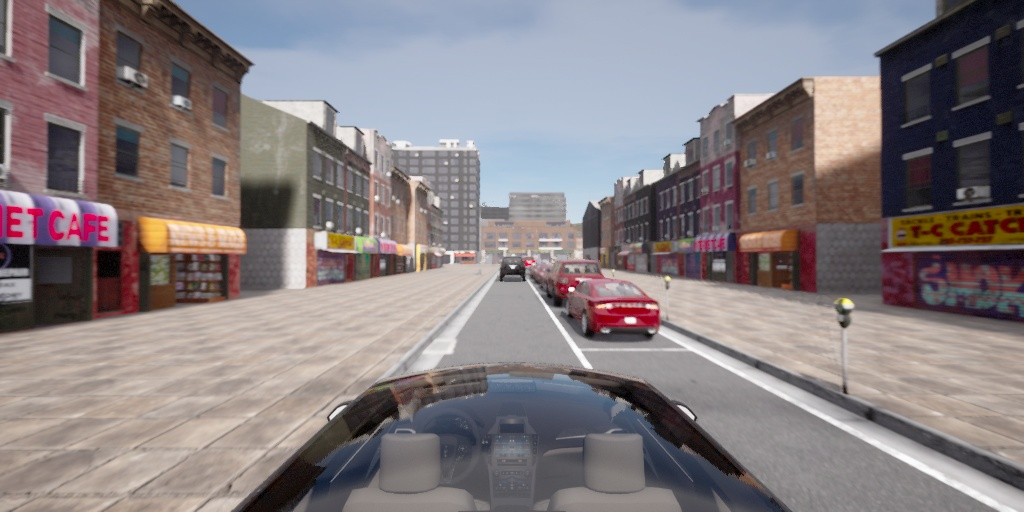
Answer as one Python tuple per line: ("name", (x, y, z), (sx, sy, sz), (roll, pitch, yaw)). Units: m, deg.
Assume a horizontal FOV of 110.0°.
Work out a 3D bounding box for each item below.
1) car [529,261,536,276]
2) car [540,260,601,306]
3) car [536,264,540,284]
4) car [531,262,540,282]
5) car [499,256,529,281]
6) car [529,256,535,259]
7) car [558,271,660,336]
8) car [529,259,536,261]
("car", (2.596, 1.364, 31.960), (1.802, 1.307, 4.207), (0, 0, 0))
("car", (2.620, 1.073, 15.648), (2.192, 1.841, 5.009), (0, 0, 0))
("car", (2.612, 1.347, 21.086), (1.802, 1.307, 4.207), (0, 0, 0))
("car", (2.604, 1.355, 26.522), (1.802, 1.307, 4.207), (0, 0, 0))
("car", (0.060, 1.005, 30.914), (2.150, 2.045, 5.566), (0, 0, 0))
("car", (2.669, 1.069, 57.743), (2.150, 2.045, 5.566), (0, 0, 0))
("car", (2.628, 1.298, 10.211), (1.888, 1.381, 4.507), (0, 0, 0))
("car", (2.588, 1.343, 37.397), (2.007, 1.370, 4.403), (0, 0, 0))
